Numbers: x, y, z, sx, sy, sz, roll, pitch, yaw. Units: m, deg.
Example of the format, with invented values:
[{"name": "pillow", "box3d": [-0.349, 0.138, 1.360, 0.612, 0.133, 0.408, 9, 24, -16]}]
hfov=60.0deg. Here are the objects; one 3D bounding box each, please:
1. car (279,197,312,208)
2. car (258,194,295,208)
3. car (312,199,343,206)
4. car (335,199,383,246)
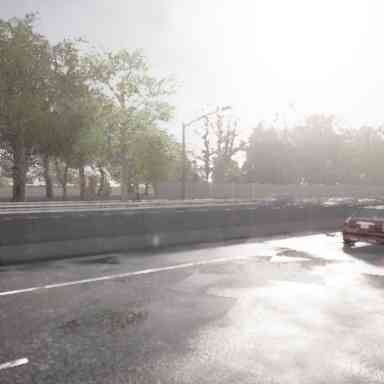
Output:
[{"name": "car", "box3d": [12.718, 1.614, 38.841, 4.718, 1.301, 1.895, 0, 0, -35]}, {"name": "car", "box3d": [10.756, 1.235, 41.548, 5.566, 2.045, 2.150, 0, 0, -37]}, {"name": "car", "box3d": [15.945, 1.506, 36.839, 4.902, 1.511, 2.128, 0, 0, -35]}, {"name": "car", "box3d": [8.386, 1.354, 14.025, 4.553, 1.767, 2.097, 0, 0, -35]}]
